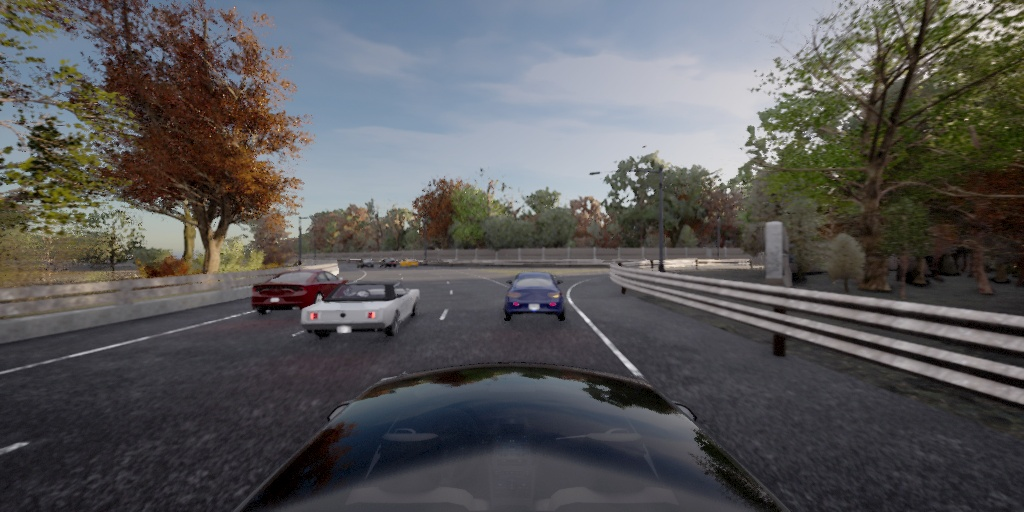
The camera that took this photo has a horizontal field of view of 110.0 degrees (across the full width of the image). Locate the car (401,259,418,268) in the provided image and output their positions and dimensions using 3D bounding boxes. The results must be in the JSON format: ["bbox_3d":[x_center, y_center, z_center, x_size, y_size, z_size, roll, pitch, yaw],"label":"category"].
[{"bbox_3d":[-17.963,1.200,62.316,1.882,1.535,5.008,0,0,-35],"label":"car"}]

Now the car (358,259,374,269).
[{"bbox_3d":[-23.848,1.282,58.526,1.812,1.442,4.674,0,0,-35],"label":"car"}]

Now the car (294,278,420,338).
[{"bbox_3d":[-3.902,1.353,10.200,1.895,1.301,4.718,0,0,-4],"label":"car"}]

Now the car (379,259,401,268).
[{"bbox_3d":[-20.905,1.244,60.421,1.837,1.490,4.892,0,0,-35],"label":"car"}]

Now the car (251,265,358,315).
[{"bbox_3d":[-7.828,1.241,13.867,1.882,1.535,5.008,0,0,-7],"label":"car"}]

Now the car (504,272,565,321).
[{"bbox_3d":[0.785,1.253,12.327,1.812,1.442,4.674,0,0,4],"label":"car"}]
